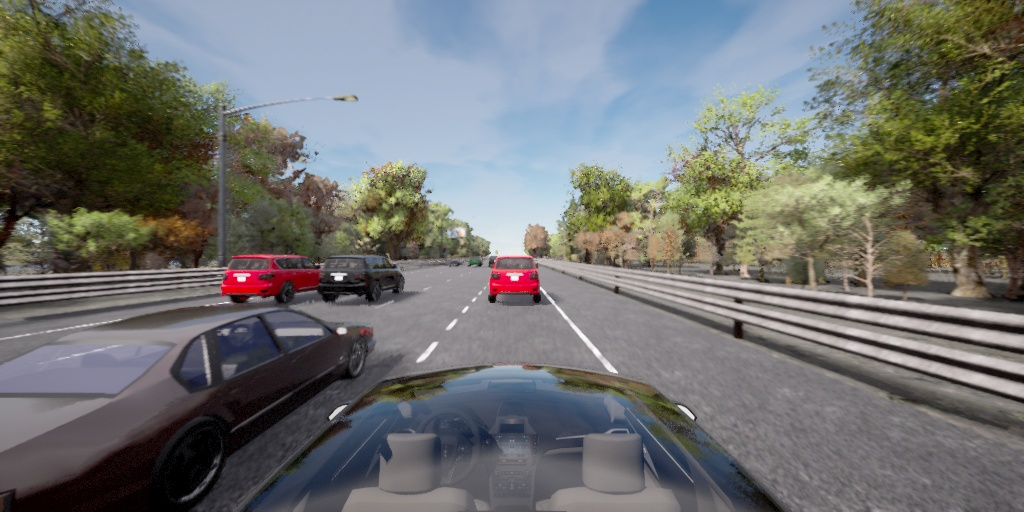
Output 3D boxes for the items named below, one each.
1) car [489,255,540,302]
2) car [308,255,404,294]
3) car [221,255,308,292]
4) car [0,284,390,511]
[{"bbox_3d":[0.119,0.975,16.979,2.150,2.045,5.566,0,0,0],"label":"car"},{"bbox_3d":[-6.881,0.973,16.946,2.150,2.045,5.566,0,0,0],"label":"car"},{"bbox_3d":[-10.382,0.972,16.464,2.150,2.045,5.566,0,0,0],"label":"car"},{"bbox_3d":[-3.400,1.297,4.187,2.033,1.411,5.357,0,0,0],"label":"car"}]
